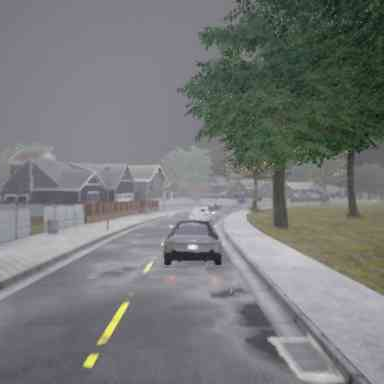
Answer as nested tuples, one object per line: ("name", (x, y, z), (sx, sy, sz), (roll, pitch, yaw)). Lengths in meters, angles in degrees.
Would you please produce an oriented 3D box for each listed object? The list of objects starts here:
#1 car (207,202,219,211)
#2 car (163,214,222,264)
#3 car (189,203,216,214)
("car", (3.051, 2.291, 53.210), (1.812, 1.442, 4.674), (0, -1, 17))
("car", (0.049, 1.723, 12.450), (1.994, 1.385, 4.181), (0, -1, 1))
("car", (0.783, 1.925, 27.920), (1.812, 1.442, 4.674), (0, -1, 7))
